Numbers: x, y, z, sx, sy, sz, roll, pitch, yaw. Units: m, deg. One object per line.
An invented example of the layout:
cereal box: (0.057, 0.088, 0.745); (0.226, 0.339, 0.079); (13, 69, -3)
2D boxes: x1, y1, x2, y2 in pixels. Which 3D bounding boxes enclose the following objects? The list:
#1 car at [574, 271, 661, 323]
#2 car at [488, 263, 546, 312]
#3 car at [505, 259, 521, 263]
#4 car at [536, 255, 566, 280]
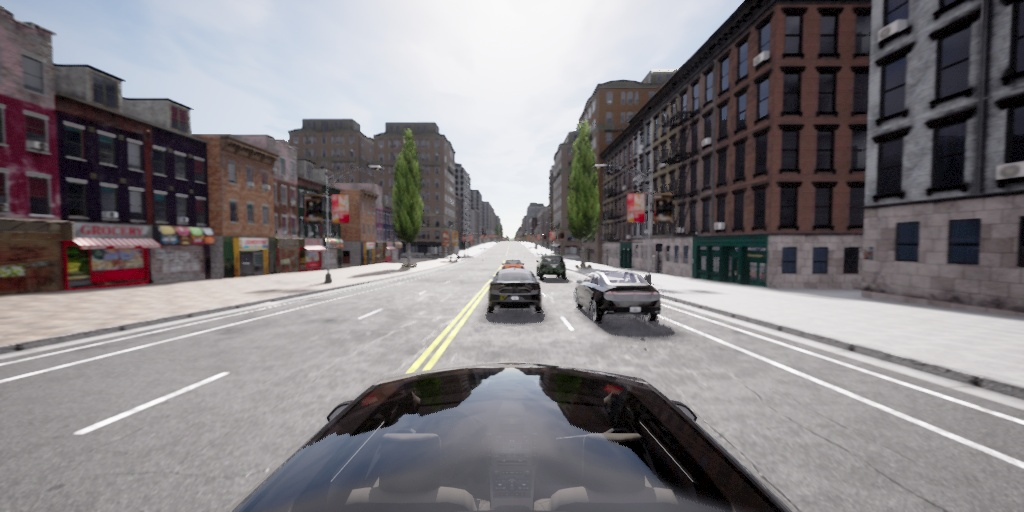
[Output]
car: (3.348, 1.236, 12.156); (2.128, 1.511, 4.902); (0, 0, 0)
car: (0.098, 1.221, 14.175); (1.882, 1.535, 5.008); (0, 0, 0)
car: (0.098, 1.043, 33.209); (2.097, 1.767, 4.553); (0, 0, 0)
car: (3.348, 0.927, 31.187); (2.150, 2.045, 5.566); (0, 0, 0)
